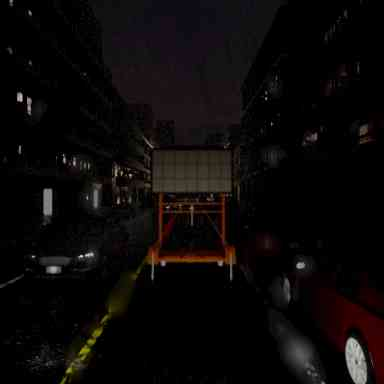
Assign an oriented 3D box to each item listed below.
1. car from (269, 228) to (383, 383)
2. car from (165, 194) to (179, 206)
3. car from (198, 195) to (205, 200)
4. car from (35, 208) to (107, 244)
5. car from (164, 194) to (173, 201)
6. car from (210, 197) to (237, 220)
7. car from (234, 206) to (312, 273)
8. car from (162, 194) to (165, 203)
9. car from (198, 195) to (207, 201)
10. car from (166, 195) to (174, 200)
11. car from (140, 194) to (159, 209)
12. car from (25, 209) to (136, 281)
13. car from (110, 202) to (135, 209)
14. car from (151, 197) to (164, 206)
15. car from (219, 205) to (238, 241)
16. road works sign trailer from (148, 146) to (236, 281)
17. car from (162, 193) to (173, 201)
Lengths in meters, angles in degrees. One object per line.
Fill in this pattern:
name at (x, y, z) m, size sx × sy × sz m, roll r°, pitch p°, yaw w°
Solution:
car at (2.685, 1.540, 5.040) m, size 1.887 × 1.381 × 4.507 m, roll 0°, pitch 0°, yaw 0°
car at (-3.162, 1.507, 52.539) m, size 1.994 × 1.385 × 4.181 m, roll 0°, pitch 0°, yaw 0°
car at (2.564, 1.438, 89.586) m, size 1.887 × 1.381 × 4.507 m, roll 0°, pitch 0°, yaw 0°
car at (-5.712, 1.551, 16.304) m, size 1.947 × 1.339 × 4.313 m, roll 0°, pitch 0°, yaw 0°
car at (-5.808, 1.341, 83.941) m, size 1.967 × 1.590 × 4.097 m, roll 0°, pitch 0°, yaw 0°
car at (2.654, 1.288, 27.585) m, size 2.192 × 1.841 × 5.009 m, roll 0°, pitch 0°, yaw 0°
car at (2.677, 1.431, 10.677) m, size 1.967 × 1.590 × 4.097 m, roll 0°, pitch 0°, yaw 0°
car at (-5.759, 1.261, 50.123) m, size 2.192 × 1.841 × 5.009 m, roll 0°, pitch 0°, yaw 0°
car at (2.580, 1.434, 78.483) m, size 1.752 × 1.417 × 4.829 m, roll 0°, pitch 0°, yaw 0°
car at (-5.816, 1.438, 89.578) m, size 1.887 × 1.381 × 4.507 m, roll 0°, pitch 0°, yaw 0°
car at (-5.752, 1.393, 44.487) m, size 1.967 × 1.590 × 4.097 m, roll 0°, pitch 0°, yaw 0°
car at (-3.114, 1.483, 9.925) m, size 2.128 × 1.511 × 4.902 m, roll 0°, pitch 0°, yaw 0°
car at (-5.728, 1.499, 27.407) m, size 1.752 × 1.417 × 4.829 m, roll 0°, pitch 0°, yaw 0°
car at (-5.769, 1.521, 55.760) m, size 1.802 × 1.307 × 4.206 m, roll 0°, pitch 0°, yaw 0°
car at (2.669, 1.536, 16.312) m, size 2.008 × 1.369 × 4.403 m, roll 0°, pitch 0°, yaw 0°
road works sign trailer at (0.001, 0.456, 9.821) m, size 2.380 × 3.560 × 2.880 m, roll 0°, pitch 0°, yaw 0°
car at (-5.799, 1.224, 78.305) m, size 2.192 × 1.841 × 5.009 m, roll 0°, pitch 0°, yaw 0°
